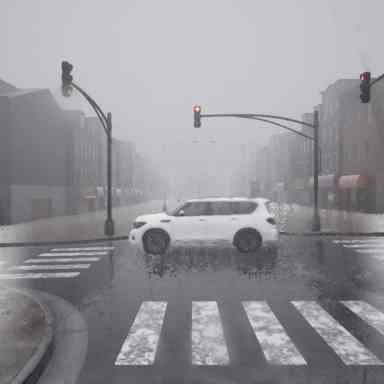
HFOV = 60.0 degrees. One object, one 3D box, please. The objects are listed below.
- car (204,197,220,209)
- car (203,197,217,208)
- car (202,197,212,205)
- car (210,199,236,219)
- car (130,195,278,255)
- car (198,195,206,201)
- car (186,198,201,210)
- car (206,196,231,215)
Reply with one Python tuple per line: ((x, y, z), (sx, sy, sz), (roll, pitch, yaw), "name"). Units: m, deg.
((2.718, 1.509, 45.918), (1.967, 1.590, 4.097), (-1, 0, 0), "car")
((2.728, 1.525, 51.320), (1.967, 1.590, 4.097), (-1, 0, 0), "car")
((2.751, 1.648, 62.295), (1.752, 1.417, 4.829), (-1, 0, 0), "car")
((2.687, 1.470, 29.711), (1.967, 1.590, 4.097), (-1, 0, 0), "car")
((0.454, 1.232, 12.884), (5.566, 2.045, 2.150), (0, -1, 0), "car")
((2.812, 1.702, 94.540), (1.967, 1.590, 4.097), (-1, 0, 0), "car")
((0.183, 1.571, 44.882), (1.837, 1.490, 4.892), (0, 0, 0), "car")
((2.696, 1.356, 35.113), (2.192, 1.841, 5.009), (-1, 0, 0), "car")
